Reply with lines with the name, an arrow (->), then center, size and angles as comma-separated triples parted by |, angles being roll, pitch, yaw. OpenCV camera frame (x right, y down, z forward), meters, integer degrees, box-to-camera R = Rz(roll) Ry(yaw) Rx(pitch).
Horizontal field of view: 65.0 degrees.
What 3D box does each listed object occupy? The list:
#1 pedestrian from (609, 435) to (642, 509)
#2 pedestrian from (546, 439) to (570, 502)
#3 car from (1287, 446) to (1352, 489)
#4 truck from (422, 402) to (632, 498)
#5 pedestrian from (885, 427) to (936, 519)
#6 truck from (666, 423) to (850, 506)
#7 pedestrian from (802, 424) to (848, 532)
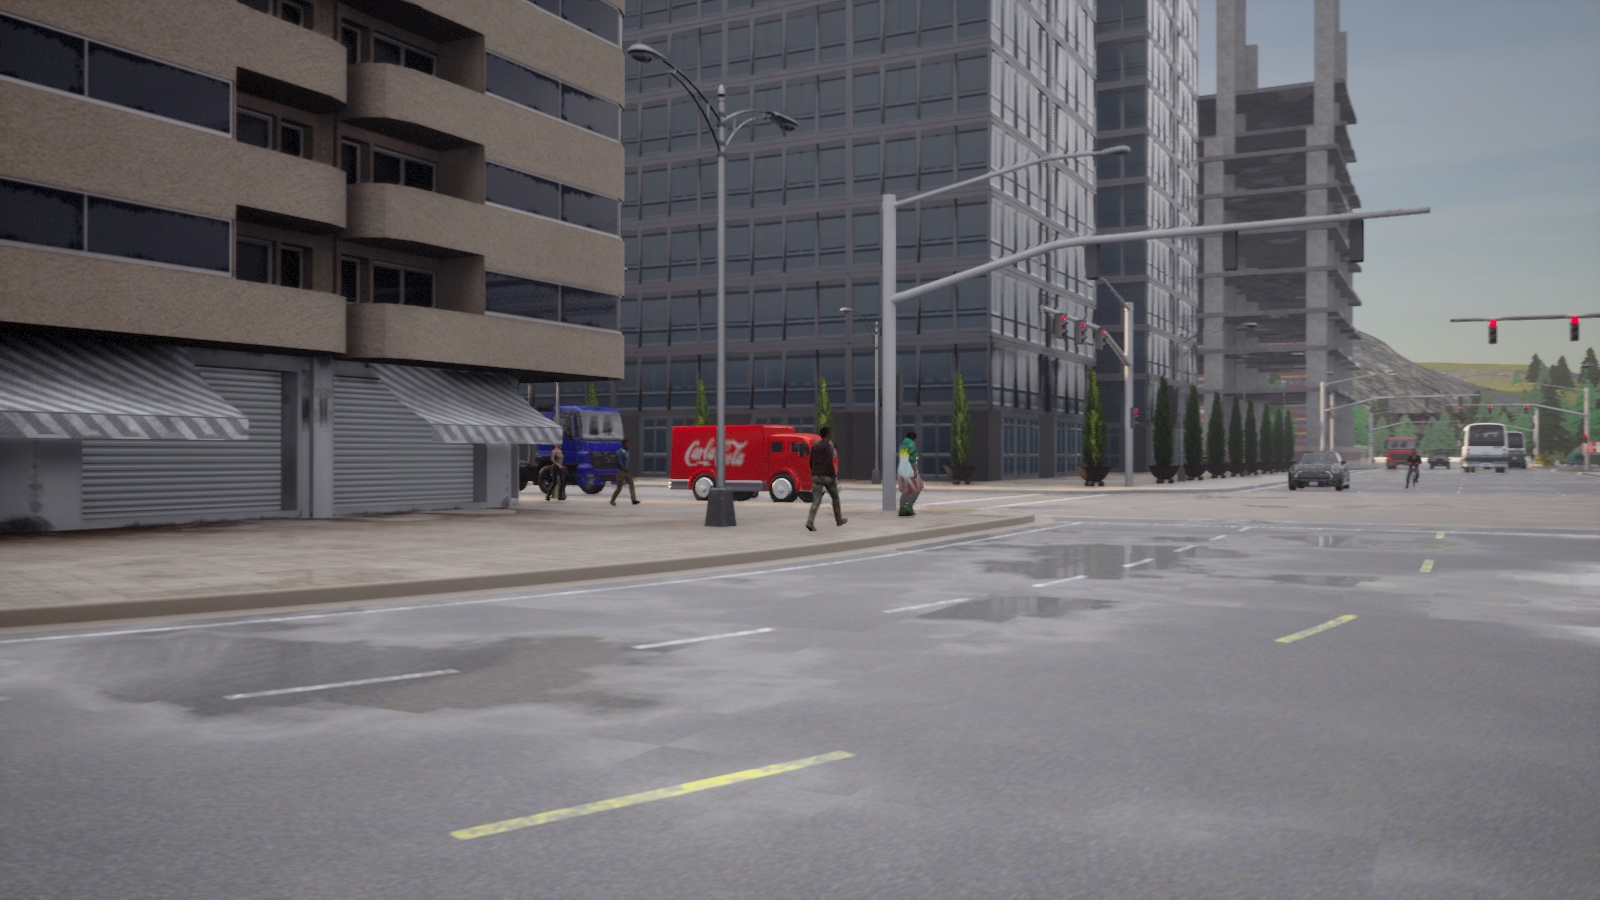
pedestrian -> -4.611, 0.580, 33.218 | 0.788, 1.949, 0.423 | 0, 0, 35
pedestrian -> -7.104, 0.603, 36.884 | 0.594, 1.836, 0.345 | 0, 0, 32
car -> 22.099, 0.722, 53.334 | 2.097, 1.767, 4.553 | 0, 0, 28
truck -> -10.635, 0.011, 48.647 | 7.936, 3.462, 2.891 | 0, 0, 28
pedestrian -> 2.369, 0.483, 27.017 | 0.873, 1.952, 0.659 | 0, 0, -27
truck -> -1.339, 0.451, 39.745 | 5.204, 2.467, 2.627 | 0, 0, 28
pedestrian -> 0.432, 0.471, 21.781 | 0.431, 1.840, 0.703 | 0, 0, 42
